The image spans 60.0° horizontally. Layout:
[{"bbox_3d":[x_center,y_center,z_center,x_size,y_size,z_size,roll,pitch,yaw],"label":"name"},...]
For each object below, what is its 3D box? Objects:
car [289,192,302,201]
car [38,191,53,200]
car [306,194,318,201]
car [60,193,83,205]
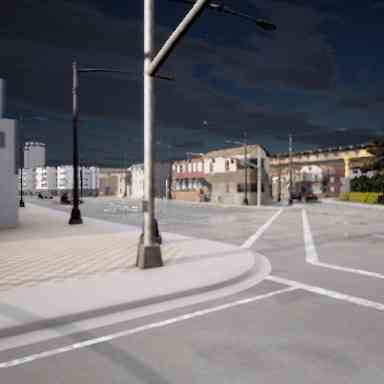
[{"bbox_3d":[23.530,1.027,75.519,2.150,2.045,5.566,0,0,9],"label":"car"},{"bbox_3d":[-26.267,0.678,59.615,1.837,1.490,4.892,0,1,-35],"label":"car"},{"bbox_3d":[26.984,1.275,74.950,1.882,1.535,5.008,0,0,9],"label":"car"},{"bbox_3d":[-16.790,0.887,46.439,2.097,1.767,4.553,0,2,-36],"label":"car"}]
